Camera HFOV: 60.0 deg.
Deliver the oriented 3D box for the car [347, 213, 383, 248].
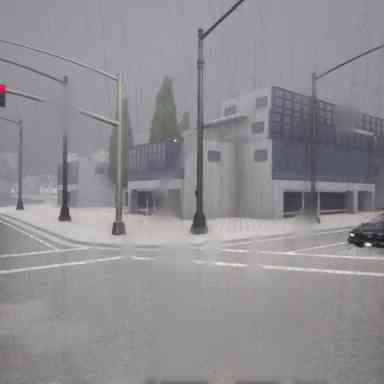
[{"bbox_3d":[8.765,1.596,14.157,5.357,1.411,2.033,0,0,-37],"label":"car"}]
